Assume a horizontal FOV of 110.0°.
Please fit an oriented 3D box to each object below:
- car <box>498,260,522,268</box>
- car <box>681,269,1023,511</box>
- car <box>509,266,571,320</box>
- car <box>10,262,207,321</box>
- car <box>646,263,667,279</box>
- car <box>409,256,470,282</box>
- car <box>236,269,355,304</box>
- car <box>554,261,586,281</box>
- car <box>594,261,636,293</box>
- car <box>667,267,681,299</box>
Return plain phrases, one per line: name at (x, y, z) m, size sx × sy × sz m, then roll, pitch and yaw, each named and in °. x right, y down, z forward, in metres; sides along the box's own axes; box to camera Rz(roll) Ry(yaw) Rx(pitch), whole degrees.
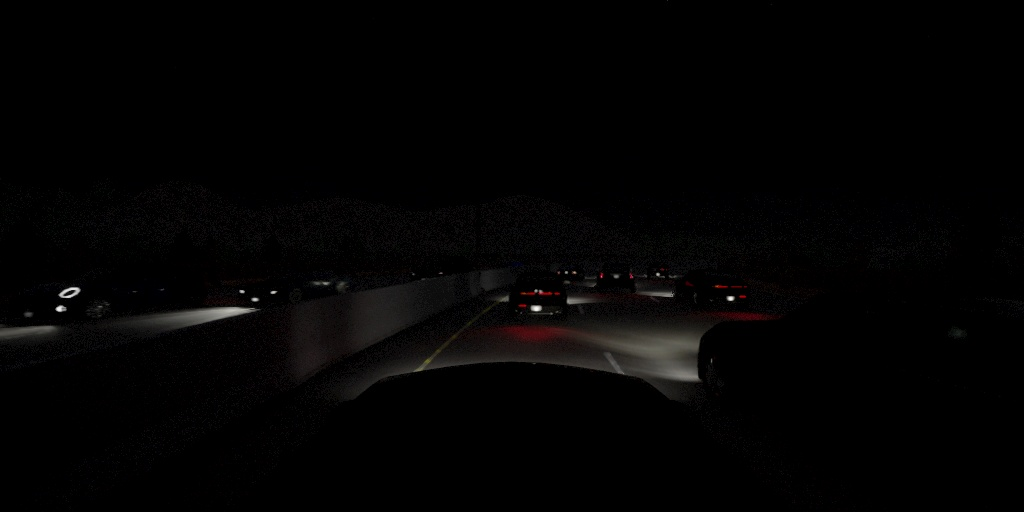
car at (-0.220, 1.312, 53.445) m, size 1.882 × 1.535 × 5.008 m, roll 0°, pitch 0°, yaw 29°
car at (3.767, 1.123, 3.471) m, size 2.097 × 1.767 × 4.553 m, roll 0°, pitch 0°, yaw 1°
car at (1.006, 1.278, 12.816) m, size 1.837 × 1.490 × 4.892 m, roll 0°, pitch 0°, yaw 7°
car at (-13.305, 1.057, 12.273) m, size 2.097 × 1.767 × 4.553 m, roll 0°, pitch 0°, yaw 7°
car at (13.753, 1.373, 33.816) m, size 1.837 × 1.490 × 4.892 m, roll 0°, pitch 0°, yaw 22°
car at (-4.479, 0.986, 23.178) m, size 2.150 × 2.045 × 5.566 m, roll 0°, pitch 0°, yaw 13°
car at (-9.353, 1.278, 16.214) m, size 2.033 × 1.411 × 5.357 m, roll 0°, pitch 0°, yaw 9°
car at (5.124, 1.367, 30.842) m, size 2.033 × 1.411 × 5.357 m, roll 0°, pitch 0°, yaw 19°
car at (6.236, 1.165, 21.861) m, size 2.097 × 1.767 × 4.553 m, roll 0°, pitch 0°, yaw 13°
car at (8.490, 1.318, 15.631) m, size 1.837 × 1.490 × 4.892 m, roll 0°, pitch 0°, yaw 10°
